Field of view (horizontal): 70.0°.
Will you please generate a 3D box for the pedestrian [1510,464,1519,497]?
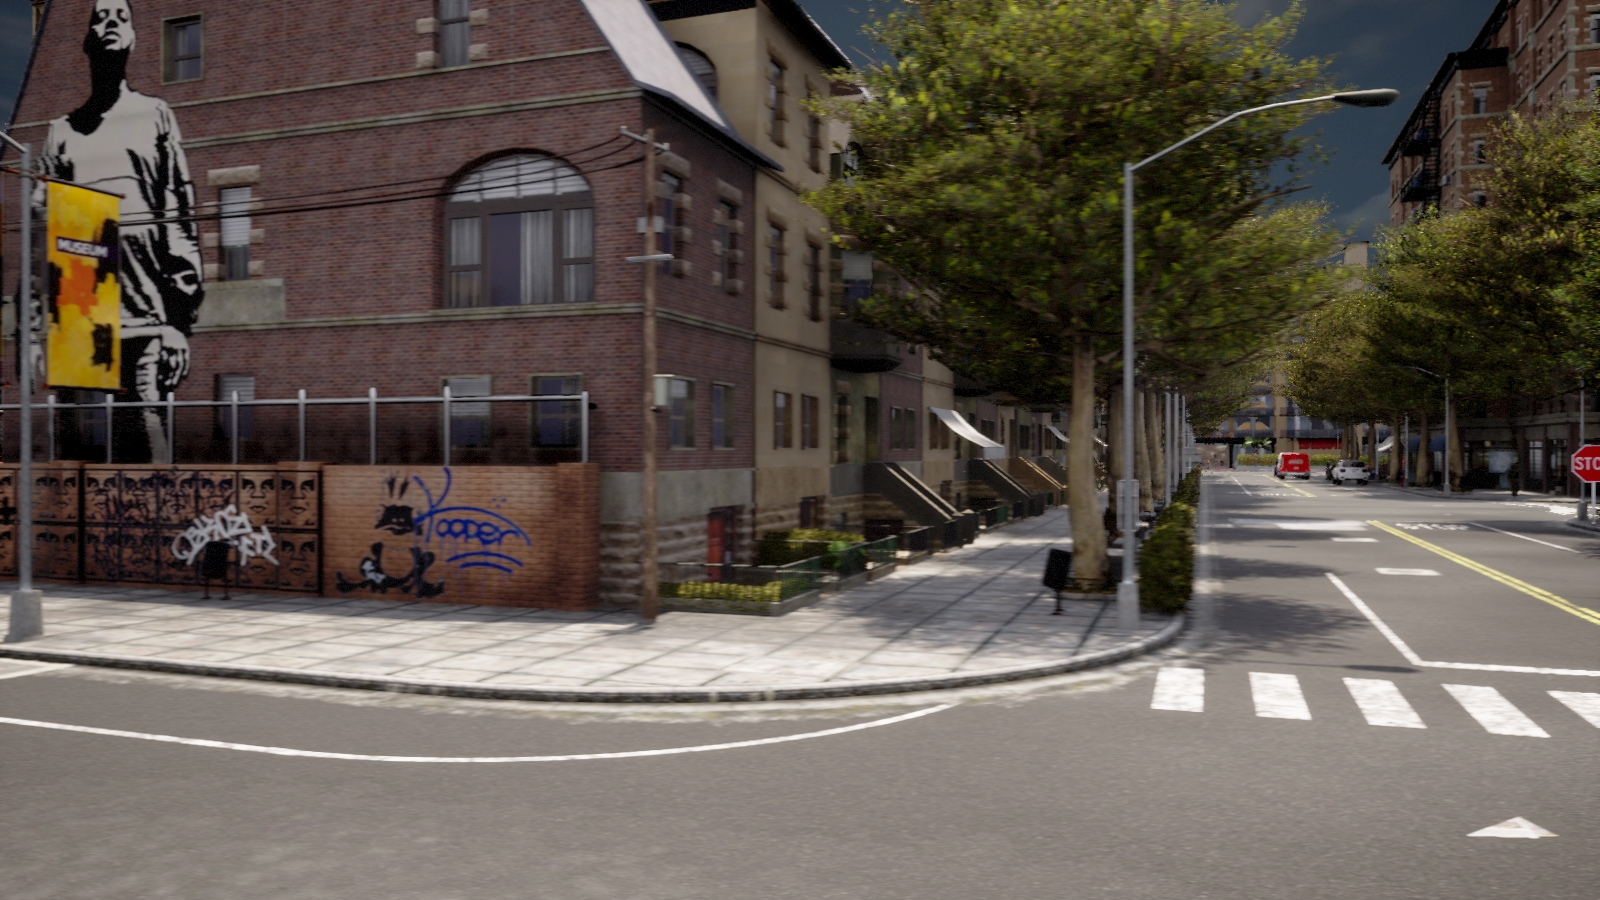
[{"bbox_3d":[39.767,1.695,63.608,0.375,1.860,0.375,0,0,19],"label":"pedestrian"}]
